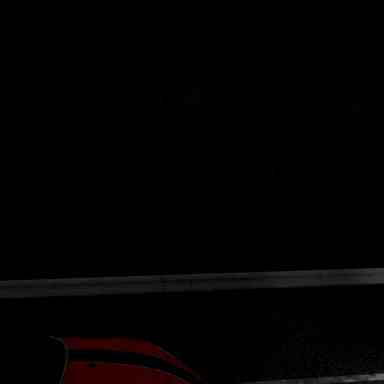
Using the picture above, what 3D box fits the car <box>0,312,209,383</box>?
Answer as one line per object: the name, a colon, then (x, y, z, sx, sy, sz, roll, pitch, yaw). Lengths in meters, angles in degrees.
car: (-1.880, 1.352, 1.634, 4.553, 1.767, 2.097, 0, 0, -6)
